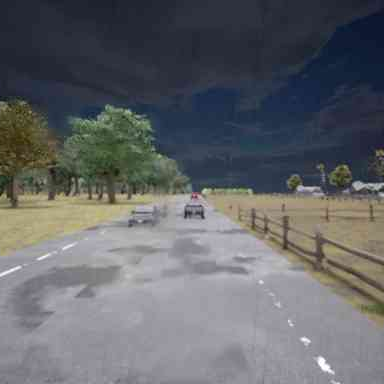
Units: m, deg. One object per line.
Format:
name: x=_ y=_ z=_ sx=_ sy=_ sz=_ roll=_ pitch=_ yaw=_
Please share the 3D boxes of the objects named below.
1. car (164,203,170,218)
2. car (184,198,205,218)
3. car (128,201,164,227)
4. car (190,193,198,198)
car: x=-3.285 y=1.656 z=32.102 sx=1.812 sy=1.442 sz=4.674 roll=1 pitch=0 yaw=0
car: x=0.218 y=1.659 z=32.509 sx=2.128 sy=1.511 sz=4.902 roll=1 pitch=0 yaw=0
car: x=-3.345 y=1.643 z=23.892 sx=1.812 sy=1.442 sz=4.674 roll=1 pitch=0 yaw=0
car: x=0.659 y=1.254 z=92.563 sx=2.150 sy=2.045 sz=5.566 roll=1 pitch=0 yaw=0
